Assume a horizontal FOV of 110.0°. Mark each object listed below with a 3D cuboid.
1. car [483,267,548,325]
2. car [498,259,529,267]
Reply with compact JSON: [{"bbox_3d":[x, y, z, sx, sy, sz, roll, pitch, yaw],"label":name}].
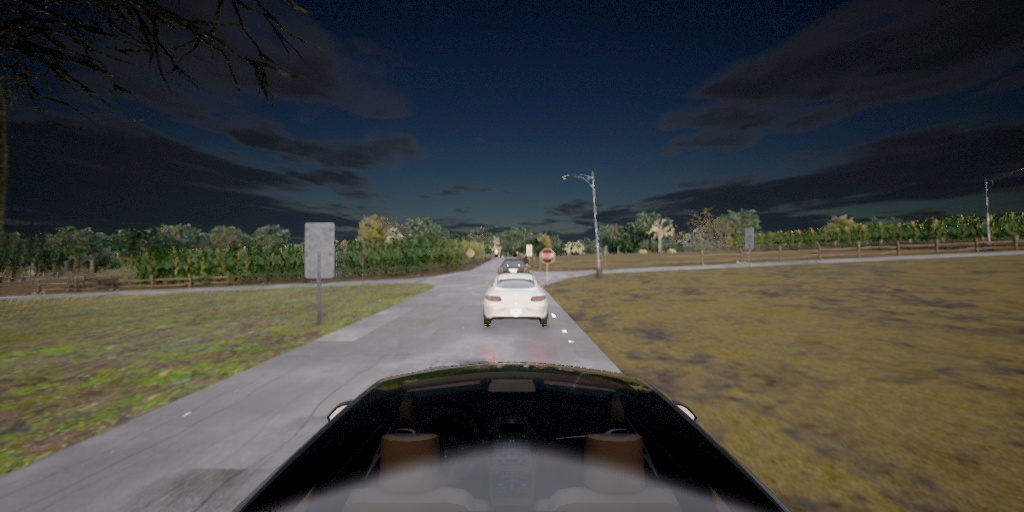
[{"bbox_3d":[0.105,1.251,11.549,1.812,1.442,4.674,0,0,0],"label":"car"},{"bbox_3d":[0.091,0.961,24.898,2.097,1.767,4.553,0,1,0],"label":"car"}]
